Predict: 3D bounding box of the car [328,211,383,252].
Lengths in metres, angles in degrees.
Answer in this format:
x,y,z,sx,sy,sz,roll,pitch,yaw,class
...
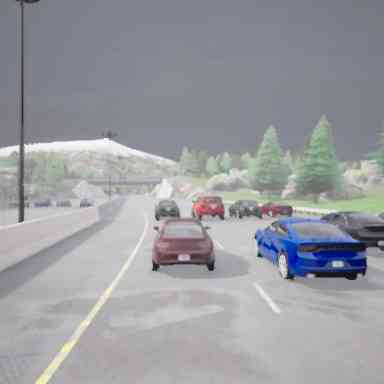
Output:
x,y,z,sx,sy,sz,roll,pitch,yaw,class
6.498,1.556,14.046,1.837,1.490,4.892,0,0,-4,car

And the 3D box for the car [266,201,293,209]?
x,y,z,sx,sy,sz,roll,pitch,yaw,class
7.978,1.606,32.160,1.882,1.535,5.008,0,0,-9,car

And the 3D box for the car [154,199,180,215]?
x,y,z,sx,sy,sz,roll,pitch,yaw,class
-2.314,1.487,29.989,2.097,1.767,4.553,0,0,-8,car

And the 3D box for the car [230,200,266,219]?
x,y,z,sx,sy,sz,roll,pitch,yaw,class
4.718,1.477,30.233,2.097,1.767,4.553,0,0,-8,car

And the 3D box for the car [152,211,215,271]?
x,y,z,sx,sy,sz,roll,pitch,yaw,class
-0.321,1.575,11.071,1.812,1.442,4.674,0,0,-3,car

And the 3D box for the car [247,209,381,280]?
x,y,z,sx,sy,sz,roll,pitch,yaw,class
3.232,1.517,10.111,1.882,1.535,5.008,0,0,-3,car

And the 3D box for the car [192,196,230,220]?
x,y,z,sx,sy,sz,roll,pitch,yaw,class
1.354,1.348,29.336,2.150,2.045,5.566,0,0,-8,car
